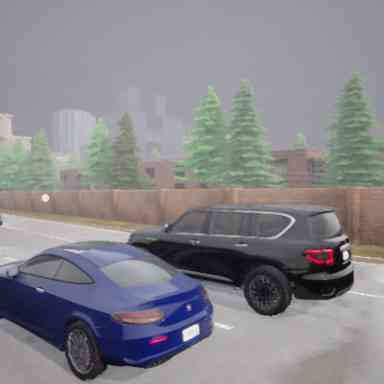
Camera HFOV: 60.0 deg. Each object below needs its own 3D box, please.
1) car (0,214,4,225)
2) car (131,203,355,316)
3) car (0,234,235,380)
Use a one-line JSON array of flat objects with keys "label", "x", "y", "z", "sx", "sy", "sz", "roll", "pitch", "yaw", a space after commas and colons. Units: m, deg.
[{"label": "car", "x": -13.986, "y": 1.664, "z": 21.707, "sx": 5.357, "sy": 1.411, "sz": 2.033, "roll": 0, "pitch": -1, "yaw": 45}, {"label": "car", "x": 0.782, "y": 1.279, "z": 7.895, "sx": 5.566, "sy": 2.045, "sz": 2.150, "roll": 0, "pitch": 0, "yaw": 38}, {"label": "car", "x": -1.805, "y": 1.561, "z": 5.532, "sx": 4.674, "sy": 1.442, "sz": 1.812, "roll": 0, "pitch": 0, "yaw": 39}]
